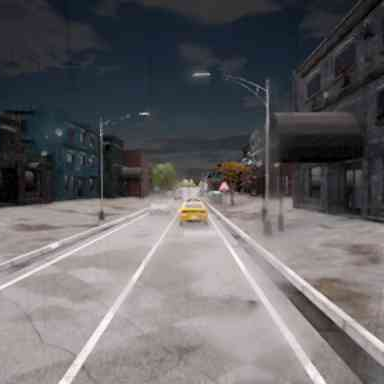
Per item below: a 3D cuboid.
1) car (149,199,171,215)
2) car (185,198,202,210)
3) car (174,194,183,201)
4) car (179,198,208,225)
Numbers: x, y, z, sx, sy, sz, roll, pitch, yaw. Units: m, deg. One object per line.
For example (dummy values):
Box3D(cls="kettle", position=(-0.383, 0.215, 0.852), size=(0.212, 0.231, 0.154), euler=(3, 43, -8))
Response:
Box3D(cls="car", position=(-3.055, 1.466, 32.693), size=(1.812, 1.442, 4.674), euler=(0, 0, 0))
Box3D(cls="car", position=(0.151, 1.454, 41.971), size=(1.994, 1.385, 4.181), euler=(0, 0, 0))
Box3D(cls="car", position=(-2.908, 1.213, 73.232), size=(1.812, 1.442, 4.674), euler=(0, 0, 0))
Box3D(cls="car", position=(0.127, 1.444, 23.576), size=(1.882, 1.535, 5.008), euler=(0, 0, 0))
